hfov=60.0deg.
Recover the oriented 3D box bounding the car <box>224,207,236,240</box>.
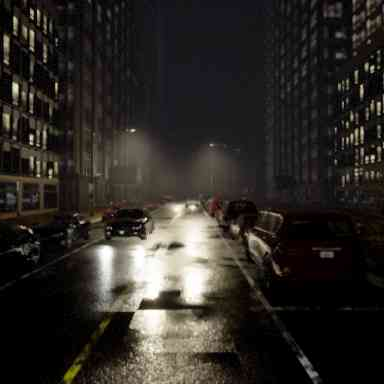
[{"bbox_3d":[2.694,1.579,14.563,1.887,1.381,4.507,0,0,0],"label":"car"}]

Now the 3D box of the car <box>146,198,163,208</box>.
[{"bbox_3d":[-5.685,1.691,47.799,1.802,1.307,4.206,0,0,0],"label":"car"}]

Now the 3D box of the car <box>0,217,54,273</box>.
[{"bbox_3d":[-5.686,1.588,9.024,1.947,1.339,4.313,0,0,0],"label":"car"}]

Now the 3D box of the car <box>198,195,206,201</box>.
[{"bbox_3d":[2.697,1.645,92.114,1.967,1.590,4.097,0,0,0],"label":"car"}]

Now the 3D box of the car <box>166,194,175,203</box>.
[{"bbox_3d":[-5.683,1.485,75.496,2.192,1.841,5.009,0,0,0],"label":"car"}]

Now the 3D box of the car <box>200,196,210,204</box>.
[{"bbox_3d":[2.696,1.598,69.957,1.967,1.590,4.097,0,0,0],"label":"car"}]

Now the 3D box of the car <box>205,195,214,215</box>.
[{"bbox_3d":[2.696,1.387,31.182,2.192,1.841,5.009,0,0,0],"label":"car"}]

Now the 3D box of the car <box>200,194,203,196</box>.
[{"bbox_3d":[2.697,1.461,64.418,2.192,1.841,5.009,0,0,0],"label":"car"}]

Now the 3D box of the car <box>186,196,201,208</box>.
[{"bbox_3d":[0.002,1.642,50.981,1.812,1.442,4.674,0,0,0],"label":"car"}]

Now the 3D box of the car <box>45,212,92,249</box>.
[{"bbox_3d":[-5.686,1.585,14.562,2.008,1.369,4.403,0,0,0],"label":"car"}]

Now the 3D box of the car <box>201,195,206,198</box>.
[{"bbox_3d":[2.696,1.700,58.878,1.947,1.339,4.313,0,0,0],"label":"car"}]

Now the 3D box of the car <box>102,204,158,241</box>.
[{"bbox_3d":[-3.073,1.547,17.027,1.837,1.490,4.892,0,-1,0],"label":"car"}]

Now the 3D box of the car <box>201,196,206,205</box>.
[{"bbox_3d":[2.696,1.635,47.970,1.752,1.417,4.829,0,0,0],"label":"car"}]

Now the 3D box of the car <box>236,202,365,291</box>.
[{"bbox_3d":[2.695,1.337,9.024,2.192,1.841,5.009,0,0,0],"label":"car"}]

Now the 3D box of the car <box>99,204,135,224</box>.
[{"bbox_3d":[-5.685,1.642,25.642,1.802,1.307,4.206,0,0,0],"label":"car"}]

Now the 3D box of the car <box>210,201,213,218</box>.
[{"bbox_3d":[2.695,1.626,25.642,1.947,1.339,4.313,0,0,0],"label":"car"}]

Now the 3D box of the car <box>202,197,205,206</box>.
[{"bbox_3d":[2.695,1.648,42.260,2.008,1.369,4.403,0,0,0],"label":"car"}]

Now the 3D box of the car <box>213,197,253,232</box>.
[{"bbox_3d":[2.695,1.362,20.104,2.192,1.841,5.009,0,0,0],"label":"car"}]

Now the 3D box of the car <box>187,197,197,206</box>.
[{"bbox_3d":[0.003,1.643,60.989,1.837,1.490,4.892,0,0,0],"label":"car"}]

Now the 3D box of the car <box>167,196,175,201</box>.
[{"bbox_3d":[-5.684,1.750,92.114,1.887,1.381,4.507,0,0,0],"label":"car"}]

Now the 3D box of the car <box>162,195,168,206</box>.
[{"bbox_3d":[-5.685,1.716,58.878,1.802,1.307,4.206,0,0,0],"label":"car"}]

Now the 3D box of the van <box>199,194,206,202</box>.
[{"bbox_3d":[2.697,1.534,86.575,1.690,1.788,3.998,0,0,0],"label":"van"}]
